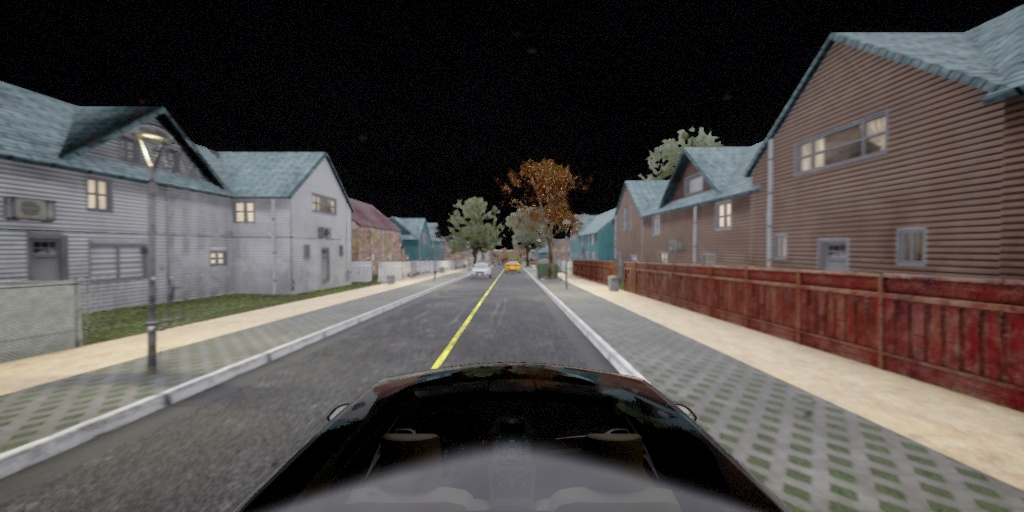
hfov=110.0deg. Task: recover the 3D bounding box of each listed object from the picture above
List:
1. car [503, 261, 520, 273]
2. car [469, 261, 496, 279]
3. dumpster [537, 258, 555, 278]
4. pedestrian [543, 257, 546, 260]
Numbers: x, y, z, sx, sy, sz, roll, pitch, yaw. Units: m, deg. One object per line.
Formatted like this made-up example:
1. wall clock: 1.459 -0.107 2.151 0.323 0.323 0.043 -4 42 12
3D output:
1. car: 0.091 1.400 47.545 1.882 1.535 5.008 0 0 0
2. car: -2.819 1.362 33.698 1.812 1.442 4.674 0 0 0
3. dumpster: 3.031 1.224 32.254 1.020 1.700 1.940 0 0 0
4. pedestrian: 3.032 0.976 33.256 0.375 1.860 0.375 -2 1 -1
